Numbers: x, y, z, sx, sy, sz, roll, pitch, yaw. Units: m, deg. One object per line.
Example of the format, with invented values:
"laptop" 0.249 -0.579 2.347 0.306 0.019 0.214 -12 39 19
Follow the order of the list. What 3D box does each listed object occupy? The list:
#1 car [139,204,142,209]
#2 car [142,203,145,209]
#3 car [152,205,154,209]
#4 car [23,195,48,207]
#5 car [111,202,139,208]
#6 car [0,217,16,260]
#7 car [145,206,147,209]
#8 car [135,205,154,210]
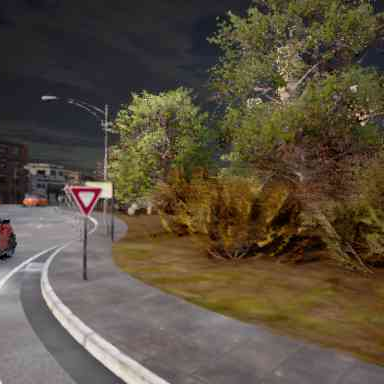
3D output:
"car" -13.877 2.969 70.886 5.008 1.535 2.097 1 -4 3
"car" -13.723 3.148 73.629 4.892 1.521 2.231 1 -4 3
"car" -13.021 4.032 87.359 4.674 1.452 2.002 1 -3 3
"car" -22.950 1.250 48.948 2.097 1.767 4.553 3 -2 -5
"car" -14.020 2.790 68.140 4.892 1.521 2.231 1 -4 3
"car" -7.112 1.421 10.265 2.150 2.045 5.566 1 0 -18
"car" -13.559 3.355 76.367 4.792 1.488 2.163 1 -3 3
"car" -12.873 4.191 90.104 4.674 1.452 2.002 1 -3 3
